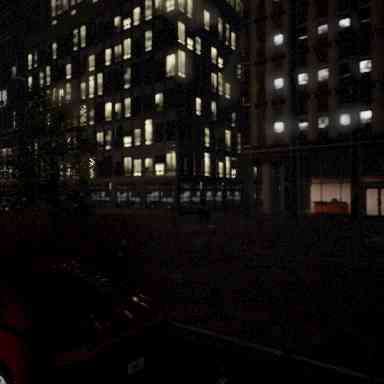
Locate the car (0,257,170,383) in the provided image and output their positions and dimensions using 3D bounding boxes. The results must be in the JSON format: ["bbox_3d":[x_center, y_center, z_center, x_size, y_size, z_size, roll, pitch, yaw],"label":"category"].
[{"bbox_3d":[-2.369,1.591,4.558,4.507,1.381,1.887,-1,0,36],"label":"car"}]
